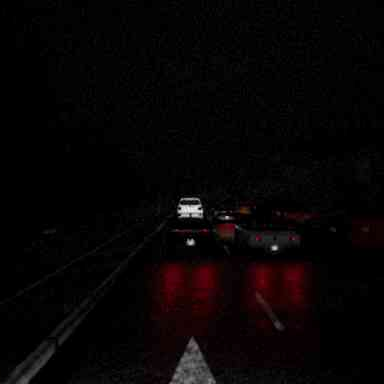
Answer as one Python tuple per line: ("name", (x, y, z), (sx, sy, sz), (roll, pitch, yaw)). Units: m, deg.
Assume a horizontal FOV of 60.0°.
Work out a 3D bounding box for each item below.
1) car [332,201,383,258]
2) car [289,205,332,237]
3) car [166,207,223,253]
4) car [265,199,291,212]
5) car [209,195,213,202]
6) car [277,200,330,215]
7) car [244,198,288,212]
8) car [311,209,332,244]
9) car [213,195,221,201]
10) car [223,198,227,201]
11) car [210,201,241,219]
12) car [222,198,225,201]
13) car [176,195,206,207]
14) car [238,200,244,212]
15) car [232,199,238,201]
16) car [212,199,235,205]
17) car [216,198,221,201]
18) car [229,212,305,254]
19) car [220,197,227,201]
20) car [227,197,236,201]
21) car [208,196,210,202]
("car", (8.055, 1.342, 11.559), (5.566, 2.045, 2.435), (1, -1, -20))
("car", (7.990, 1.651, 17.544), (4.892, 1.521, 2.231), (1, 0, -20))
("car", (-0.059, 1.625, 14.272), (2.128, 1.511, 4.902), (0, 0, 0))
("car", (7.909, 1.586, 23.540), (4.553, 1.767, 2.185), (1, -1, -20))
("car", (7.534, 2.140, 74.556), (5.566, 2.045, 2.435), (1, 0, -20))
("car", (7.994, 1.555, 20.555), (4.553, 1.767, 2.185), (1, 0, -20))
("car", (7.920, 1.535, 29.568), (5.566, 2.045, 2.435), (1, -1, -20))
("car", (8.030, 1.650, 14.559), (4.792, 1.488, 2.163), (1, -1, -20))
("car", (7.653, 2.071, 65.576), (5.566, 2.045, 2.435), (1, -1, -20))
("car", (7.729, 2.114, 50.551), (5.008, 1.535, 2.097), (1, -1, -20))
("car", (2.828, 1.806, 29.309), (1.837, 1.490, 4.892), (0, 0, 0))
("car", (7.717, 2.203, 53.550), (4.674, 1.452, 2.002), (1, -1, -20))
("car", (-0.173, 1.512, 29.014), (2.150, 2.045, 5.566), (0, -1, 0))
("car", (8.021, 1.870, 35.616), (5.366, 1.575, 1.946), (1, -1, -20))
("car", (7.652, 1.908, 38.480), (5.366, 1.575, 1.946), (1, -1, -20))
("car", (7.683, 2.410, 80.648), (5.366, 1.575, 1.946), (1, 0, -20))
("car", (7.672, 2.318, 62.574), (4.792, 1.488, 2.163), (1, -1, -20))
("car", (2.940, 1.731, 14.092), (1.895, 1.301, 4.718), (0, -1, 0))
("car", (7.724, 2.084, 56.563), (4.553, 1.767, 2.185), (1, -1, -20))
("car", (7.783, 1.711, 41.536), (5.566, 2.045, 2.435), (1, -1, -20))
("car", (7.441, 2.449, 86.570), (4.792, 1.488, 2.163), (1, 0, -20))
